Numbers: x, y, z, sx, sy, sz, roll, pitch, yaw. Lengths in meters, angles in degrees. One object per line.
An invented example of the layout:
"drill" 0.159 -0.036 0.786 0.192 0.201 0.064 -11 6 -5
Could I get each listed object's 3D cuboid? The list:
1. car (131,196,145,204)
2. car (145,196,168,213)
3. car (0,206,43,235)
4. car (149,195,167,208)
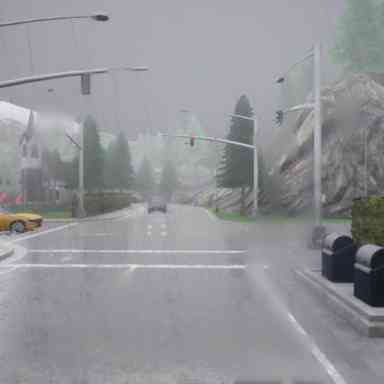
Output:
"car" -10.592 1.507 64.813 1.837 1.490 4.892 0 -1 -28
"car" -3.748 1.505 36.685 1.837 1.490 4.892 0 0 -2
"car" -10.865 1.478 18.183 5.008 1.535 1.882 0 0 -8
"car" -5.104 1.351 49.029 2.097 1.767 4.553 0 0 -12
